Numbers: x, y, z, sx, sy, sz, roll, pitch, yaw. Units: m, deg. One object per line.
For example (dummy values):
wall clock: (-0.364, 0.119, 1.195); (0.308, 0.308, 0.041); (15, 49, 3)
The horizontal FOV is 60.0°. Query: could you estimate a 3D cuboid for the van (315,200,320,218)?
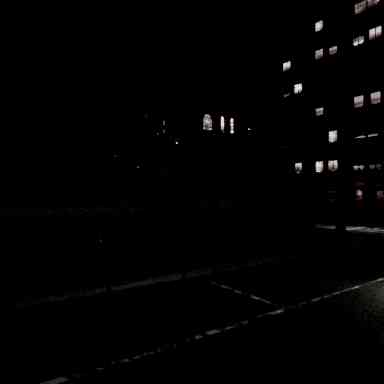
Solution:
van: (10.486, 1.646, 32.536); (1.690, 1.788, 3.998); (-1, 0, -36)
